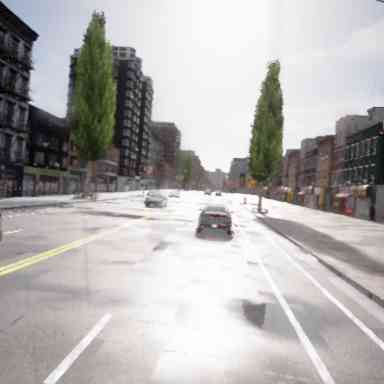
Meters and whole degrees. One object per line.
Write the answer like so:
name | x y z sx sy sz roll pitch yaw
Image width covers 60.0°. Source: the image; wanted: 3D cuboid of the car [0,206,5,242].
car | -6.242 0.718 6.671 2.150 2.045 5.566 4 0 5

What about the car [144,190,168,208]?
car | -3.797 0.907 36.274 2.033 1.411 5.357 4 1 5

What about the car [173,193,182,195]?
car | -2.540 0.386 51.058 2.033 1.411 5.357 4 1 5

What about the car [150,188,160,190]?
car | -5.769 0.125 51.318 1.812 1.442 4.674 4 1 5

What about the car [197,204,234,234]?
car | 1.371 1.470 19.449 1.837 1.490 4.892 4 1 5
